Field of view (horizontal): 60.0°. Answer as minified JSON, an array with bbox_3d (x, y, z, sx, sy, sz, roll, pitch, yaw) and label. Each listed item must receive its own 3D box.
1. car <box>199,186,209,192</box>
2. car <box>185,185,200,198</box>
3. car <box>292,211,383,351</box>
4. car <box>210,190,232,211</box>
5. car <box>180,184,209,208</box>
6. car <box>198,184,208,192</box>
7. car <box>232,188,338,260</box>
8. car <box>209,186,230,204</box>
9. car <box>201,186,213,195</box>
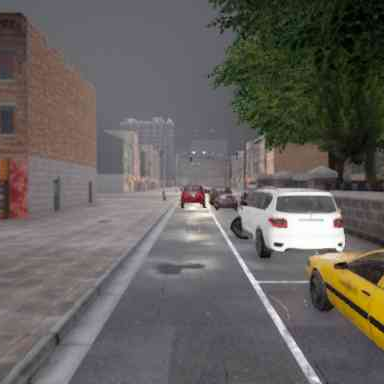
[{"bbox_3d":[2.647,-0.705,74.567,1.887,1.381,4.507,1,2,0],"label":"car"},{"bbox_3d":[0.078,-0.094,47.308,2.097,1.767,4.553,0,1,0],"label":"car"},{"bbox_3d":[3.025,1.319,4.176,1.801,1.575,5.366,0,2,0],"label":"car"},{"bbox_3d":[2.647,0.748,26.398,1.802,1.307,4.206,1,2,0],"label":"car"},{"bbox_3d":[0.086,0.277,30.119,2.150,2.045,5.566,0,2,-1],"label":"car"},{"bbox_3d":[2.649,-1.087,79.995,2.192,1.841,5.009,1,2,0],"label":"car"},{"bbox_3d":[2.939,0.864,11.103,2.150,2.045,5.566,0,2,-2],"label":"car"},{"bbox_3d":[2.650,0.316,31.836,2.192,1.841,5.009,1,2,0],"label":"car"},{"bbox_3d":[2.647,-0.238,58.262,1.887,1.381,4.507,1,2,0],"label":"car"}]
